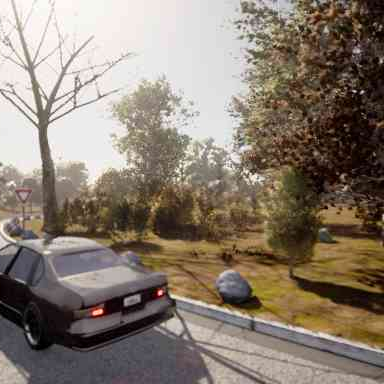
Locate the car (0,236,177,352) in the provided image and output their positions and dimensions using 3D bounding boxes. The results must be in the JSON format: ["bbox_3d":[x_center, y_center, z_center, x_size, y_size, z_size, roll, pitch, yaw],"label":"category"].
[{"bbox_3d":[-2.701,1.587,6.334,5.357,1.411,2.033,-1,0,42],"label":"car"}]
